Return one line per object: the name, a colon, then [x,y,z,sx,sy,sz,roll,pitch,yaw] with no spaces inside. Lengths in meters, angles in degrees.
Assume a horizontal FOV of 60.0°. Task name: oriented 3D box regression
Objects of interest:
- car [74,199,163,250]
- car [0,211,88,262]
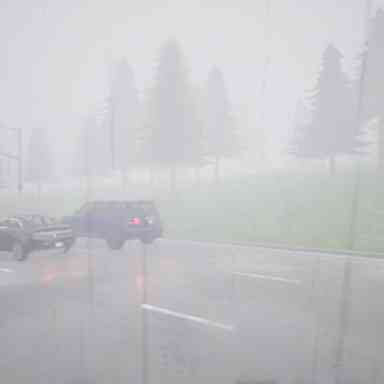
car: [-3.854,1.346,15.215,5.566,2.045,2.150,-1,0,36]
car: [-6.527,1.623,12.833,4.902,1.511,2.128,-1,-1,36]
